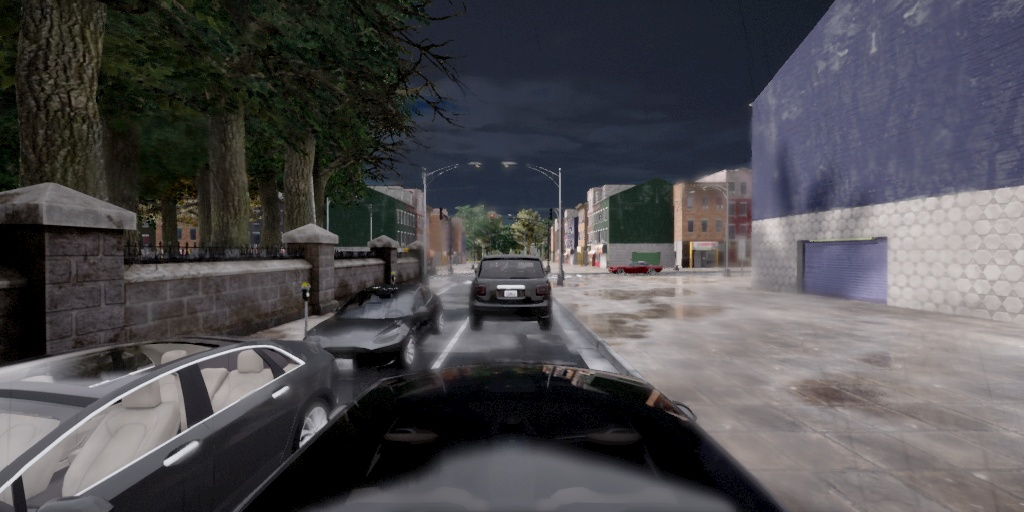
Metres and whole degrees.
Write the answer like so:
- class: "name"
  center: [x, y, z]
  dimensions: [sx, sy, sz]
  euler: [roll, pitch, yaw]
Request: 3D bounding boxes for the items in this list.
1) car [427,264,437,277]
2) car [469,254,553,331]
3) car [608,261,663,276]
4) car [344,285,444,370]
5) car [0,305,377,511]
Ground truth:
- class: "car"
  center: [-9.651, 1.390, 34.357]
  dimensions: [4.892, 1.490, 1.837]
  euler: [-1, 1, 0]
- class: "car"
  center: [-0.011, 0.973, 11.068]
  dimensions: [2.150, 2.045, 5.566]
  euler: [0, 0, 0]
- class: "car"
  center: [11.706, 1.176, 34.332]
  dimensions: [4.718, 1.301, 1.895]
  euler: [-1, 1, 0]
- class: "car"
  center: [-2.634, 1.316, 7.761]
  dimensions: [1.948, 1.339, 4.313]
  euler: [0, 0, 0]
- class: "car"
  center: [-2.641, 1.300, 2.073]
  dimensions: [2.007, 1.370, 4.403]
  euler: [0, 0, 0]
